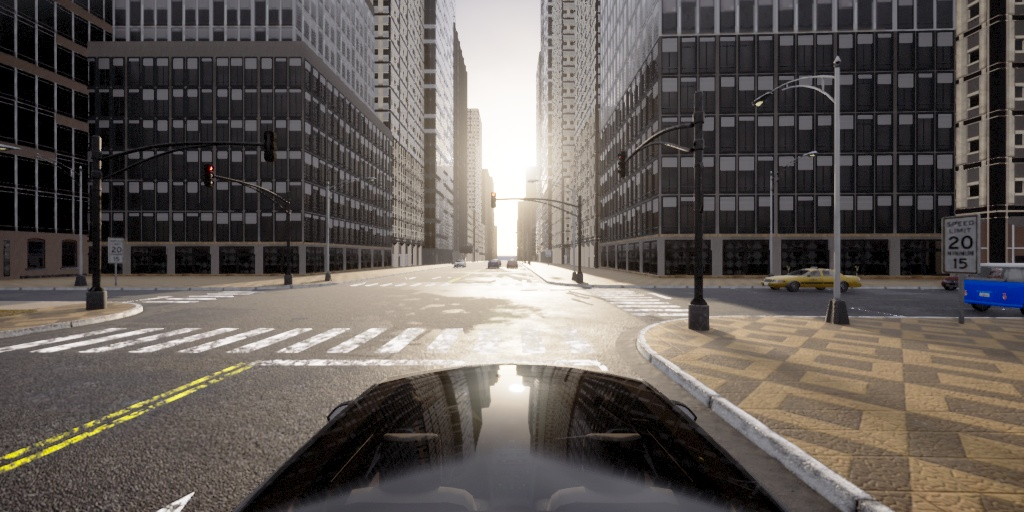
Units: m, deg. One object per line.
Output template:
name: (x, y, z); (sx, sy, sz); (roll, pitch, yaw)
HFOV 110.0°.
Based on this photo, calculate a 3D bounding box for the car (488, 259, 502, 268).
car: (-3.206, 1.349, 62.817); (1.882, 1.535, 5.008); (0, 0, 0)

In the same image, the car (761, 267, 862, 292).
car: (17.101, 1.297, 20.635); (4.829, 1.417, 1.751); (0, 0, 2)

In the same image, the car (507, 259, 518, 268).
car: (0.045, 1.438, 63.647); (1.994, 1.385, 4.181); (0, 0, 0)

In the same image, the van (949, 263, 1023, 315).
van: (18.366, 1.121, 12.462); (3.998, 1.789, 1.690); (0, 0, 2)

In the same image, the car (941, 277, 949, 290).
car: (26.935, 1.360, 20.143); (4.207, 1.307, 1.802); (0, 0, 2)
